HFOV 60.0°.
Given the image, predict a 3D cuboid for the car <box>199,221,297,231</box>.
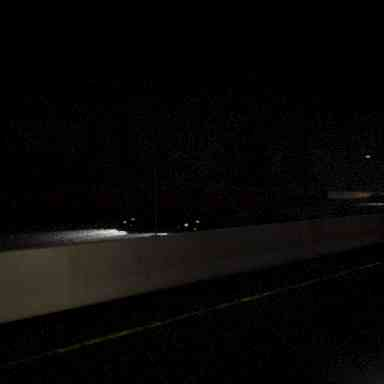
[{"bbox_3d":[2.820,1.421,14.630,4.674,1.442,1.812,-1,0,-36],"label":"car"}]
